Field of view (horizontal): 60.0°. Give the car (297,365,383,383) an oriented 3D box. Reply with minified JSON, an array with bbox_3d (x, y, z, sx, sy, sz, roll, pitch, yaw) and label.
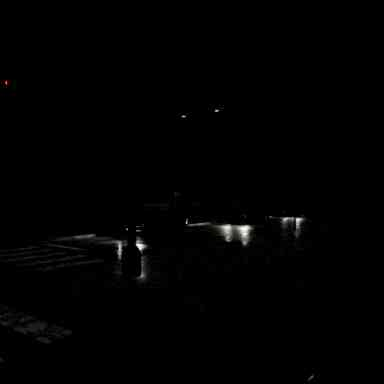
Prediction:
[{"bbox_3d":[2.411,1.551,1.232,4.403,1.369,2.008,0,0,36],"label":"car"}]

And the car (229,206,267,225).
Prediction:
[{"bbox_3d":[5.219,2.081,30.591,1.882,1.535,5.008,0,-1,36],"label":"car"}]

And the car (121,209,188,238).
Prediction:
[{"bbox_3d":[-2.141,1.847,20.255,1.837,1.490,4.892,0,-1,35],"label":"car"}]

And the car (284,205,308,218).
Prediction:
[{"bbox_3d":[13.031,2.392,41.518,1.837,1.490,4.892,0,-1,36],"label":"car"}]
